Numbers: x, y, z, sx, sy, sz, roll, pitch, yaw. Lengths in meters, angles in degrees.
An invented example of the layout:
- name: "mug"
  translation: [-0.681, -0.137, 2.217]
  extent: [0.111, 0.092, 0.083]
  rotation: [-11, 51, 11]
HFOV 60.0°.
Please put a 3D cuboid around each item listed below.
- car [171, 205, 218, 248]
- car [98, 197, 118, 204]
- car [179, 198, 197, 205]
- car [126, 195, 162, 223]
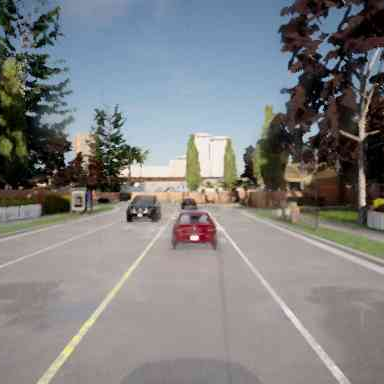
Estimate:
- name: "car"
  translation: [0.095, 1.531, 14.581]
  extent: [1.812, 1.442, 4.674]
  rotation: [0, 0, 0]
- name: "car"
  translation: [-16.581, 1.695, 65.617]
  extent: [4.902, 1.511, 2.128]
  rotation: [-1, -1, 42]
- name: "car"
  translation: [-0.543, 1.523, 42.942]
  extent: [1.837, 1.490, 4.892]
  rotation: [0, 0, -7]
- name: "car"
  translation: [-3.609, 1.230, 25.806]
  extent: [2.150, 2.045, 5.566]
  rotation: [0, 0, 0]
